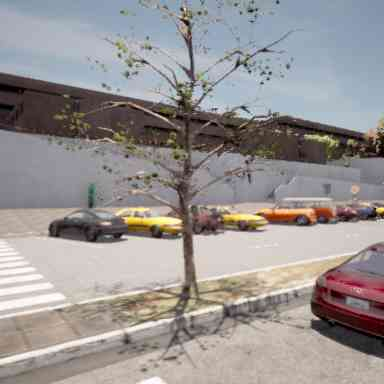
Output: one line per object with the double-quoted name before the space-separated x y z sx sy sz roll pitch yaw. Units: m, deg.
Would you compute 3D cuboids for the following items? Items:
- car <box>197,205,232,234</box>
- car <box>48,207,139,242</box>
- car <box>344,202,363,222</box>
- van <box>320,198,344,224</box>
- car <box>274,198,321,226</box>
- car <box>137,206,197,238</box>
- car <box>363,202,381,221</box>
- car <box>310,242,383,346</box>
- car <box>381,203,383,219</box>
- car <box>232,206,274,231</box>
"car" -0.359 1.630 20.078 4.792 1.488 2.163 -1 -1 35
"car" -5.191 1.579 16.601 4.674 1.452 2.002 -1 -1 35
"car" 11.824 1.774 28.710 4.674 1.452 2.002 -1 -1 35
"van" 9.494 1.490 26.930 4.442 1.987 1.878 -1 -1 35
"car" 6.982 1.565 25.237 4.553 1.767 2.185 -1 -1 35
"car" -2.609 1.563 18.232 5.366 1.575 1.946 -1 -1 35
"car" 14.227 1.781 30.460 4.792 1.488 2.163 -1 -1 35
"car" 4.080 1.624 6.060 4.181 1.385 1.994 0 0 -35
"car" 16.843 1.754 32.078 5.366 1.575 1.946 -1 -1 35
"car" 2.252 1.627 21.691 5.366 1.575 1.946 -1 -2 35
